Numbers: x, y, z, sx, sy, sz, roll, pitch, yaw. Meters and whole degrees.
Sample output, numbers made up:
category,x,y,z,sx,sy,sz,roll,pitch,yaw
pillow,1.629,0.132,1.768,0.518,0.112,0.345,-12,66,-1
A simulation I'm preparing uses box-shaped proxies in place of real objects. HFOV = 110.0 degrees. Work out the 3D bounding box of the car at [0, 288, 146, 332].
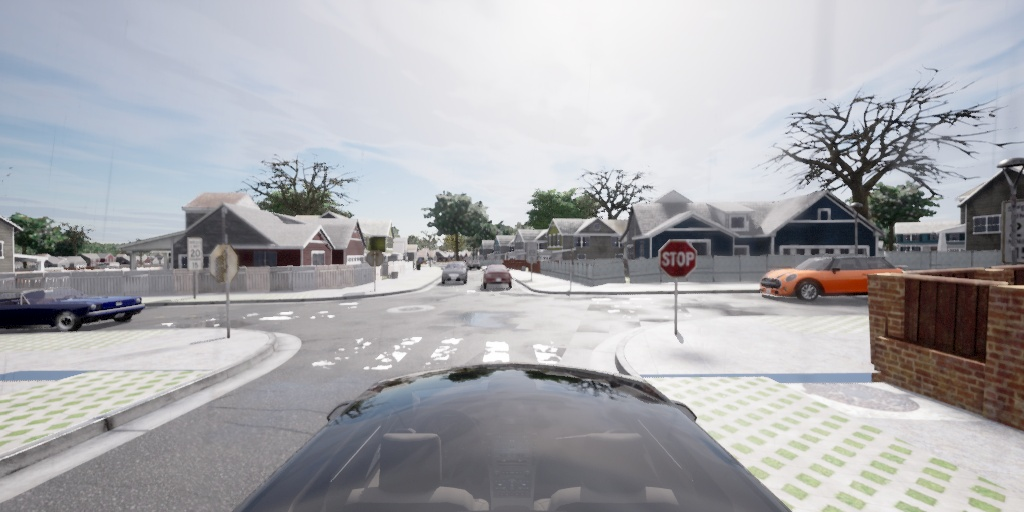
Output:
category,x,y,z,sx,sy,sz,roll,pitch,yaw
car,-15.040,1.686,11.541,4.718,1.301,1.895,-1,1,-5

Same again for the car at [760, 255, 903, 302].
category,x,y,z,sx,sy,sz,roll,pitch,yaw
car,12.614,0.790,14.307,4.553,1.767,2.097,-1,1,6

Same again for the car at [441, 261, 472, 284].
category,x,y,z,sx,sy,sz,roll,pitch,yaw
car,-4.326,1.296,27.421,2.128,1.511,4.902,0,0,-6

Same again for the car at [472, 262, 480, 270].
category,x,y,z,sx,sy,sz,roll,pitch,yaw
car,-5.929,1.537,55.930,1.895,1.301,4.718,0,0,-12

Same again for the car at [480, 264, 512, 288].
category,x,y,z,sx,sy,sz,roll,pitch,yaw
car,-1.052,1.315,24.343,1.812,1.442,4.674,0,0,-5
